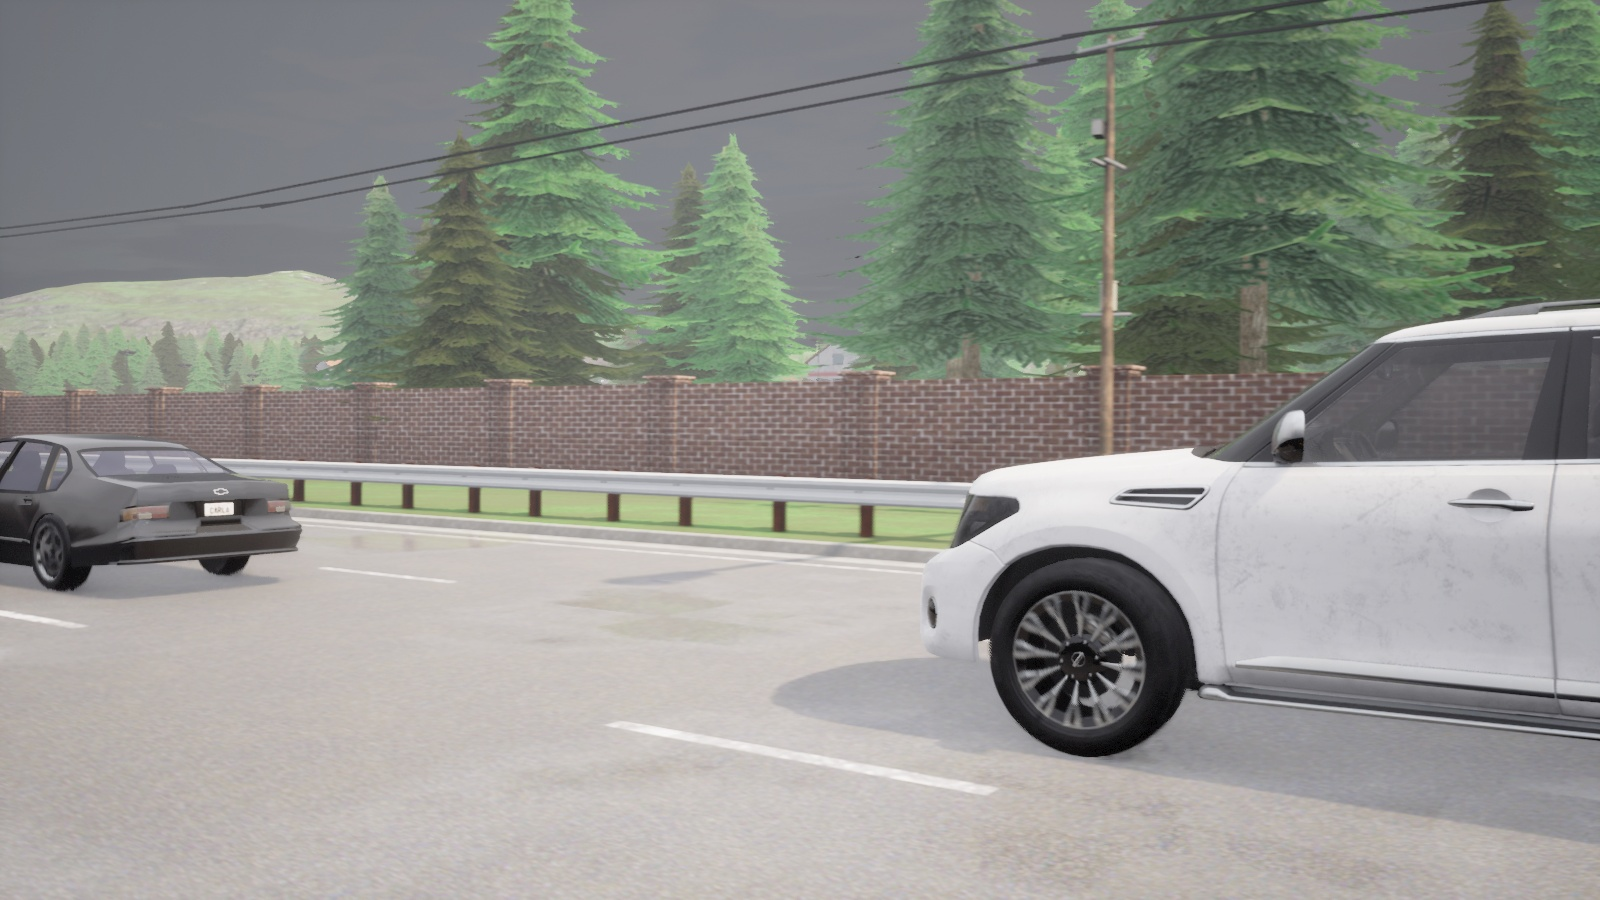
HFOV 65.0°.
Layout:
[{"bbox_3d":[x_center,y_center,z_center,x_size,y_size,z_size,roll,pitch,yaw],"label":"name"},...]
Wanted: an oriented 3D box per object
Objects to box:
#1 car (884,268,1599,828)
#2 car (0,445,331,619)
[{"bbox_3d":[3.338,0.344,5.602,5.566,2.045,2.150,0,1,34],"label":"car"},{"bbox_3d":[-7.303,0.672,12.678,5.357,1.411,2.033,0,1,34],"label":"car"}]
